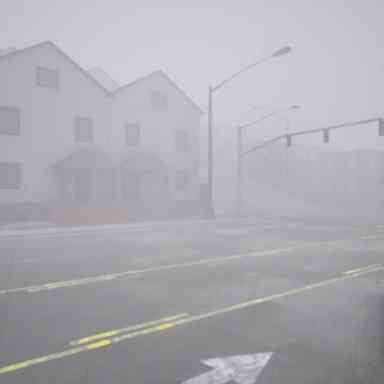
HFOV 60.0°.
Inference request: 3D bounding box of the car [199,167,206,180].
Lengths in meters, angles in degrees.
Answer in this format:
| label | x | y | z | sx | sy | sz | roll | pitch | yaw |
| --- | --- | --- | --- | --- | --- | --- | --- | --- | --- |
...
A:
| label | x | y | z | sx | sy | sz | roll | pitch | yaw |
| --- | --- | --- | --- | --- | --- | --- | --- | --- | --- |
| car | -0.183 | -3.275 | 48.904 | 2.150 | 2.045 | 5.566 | 0 | 15 | -36 |
